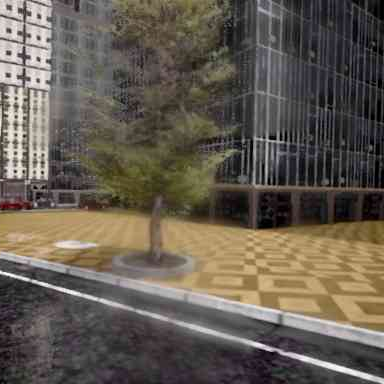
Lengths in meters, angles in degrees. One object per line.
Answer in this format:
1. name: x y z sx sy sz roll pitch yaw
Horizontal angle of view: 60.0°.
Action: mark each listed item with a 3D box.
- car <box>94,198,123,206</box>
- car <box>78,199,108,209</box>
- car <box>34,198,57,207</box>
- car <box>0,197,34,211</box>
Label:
1. car: -15.310 1.771 61.143 4.829 1.417 1.752 1 1 -35
2. car: -15.340 1.953 51.535 4.507 1.381 1.887 1 1 -35
3. car: -24.487 1.712 54.779 4.403 1.369 2.008 1 1 -35
4. car: -24.651 1.638 45.069 5.009 1.841 2.192 1 1 -35
